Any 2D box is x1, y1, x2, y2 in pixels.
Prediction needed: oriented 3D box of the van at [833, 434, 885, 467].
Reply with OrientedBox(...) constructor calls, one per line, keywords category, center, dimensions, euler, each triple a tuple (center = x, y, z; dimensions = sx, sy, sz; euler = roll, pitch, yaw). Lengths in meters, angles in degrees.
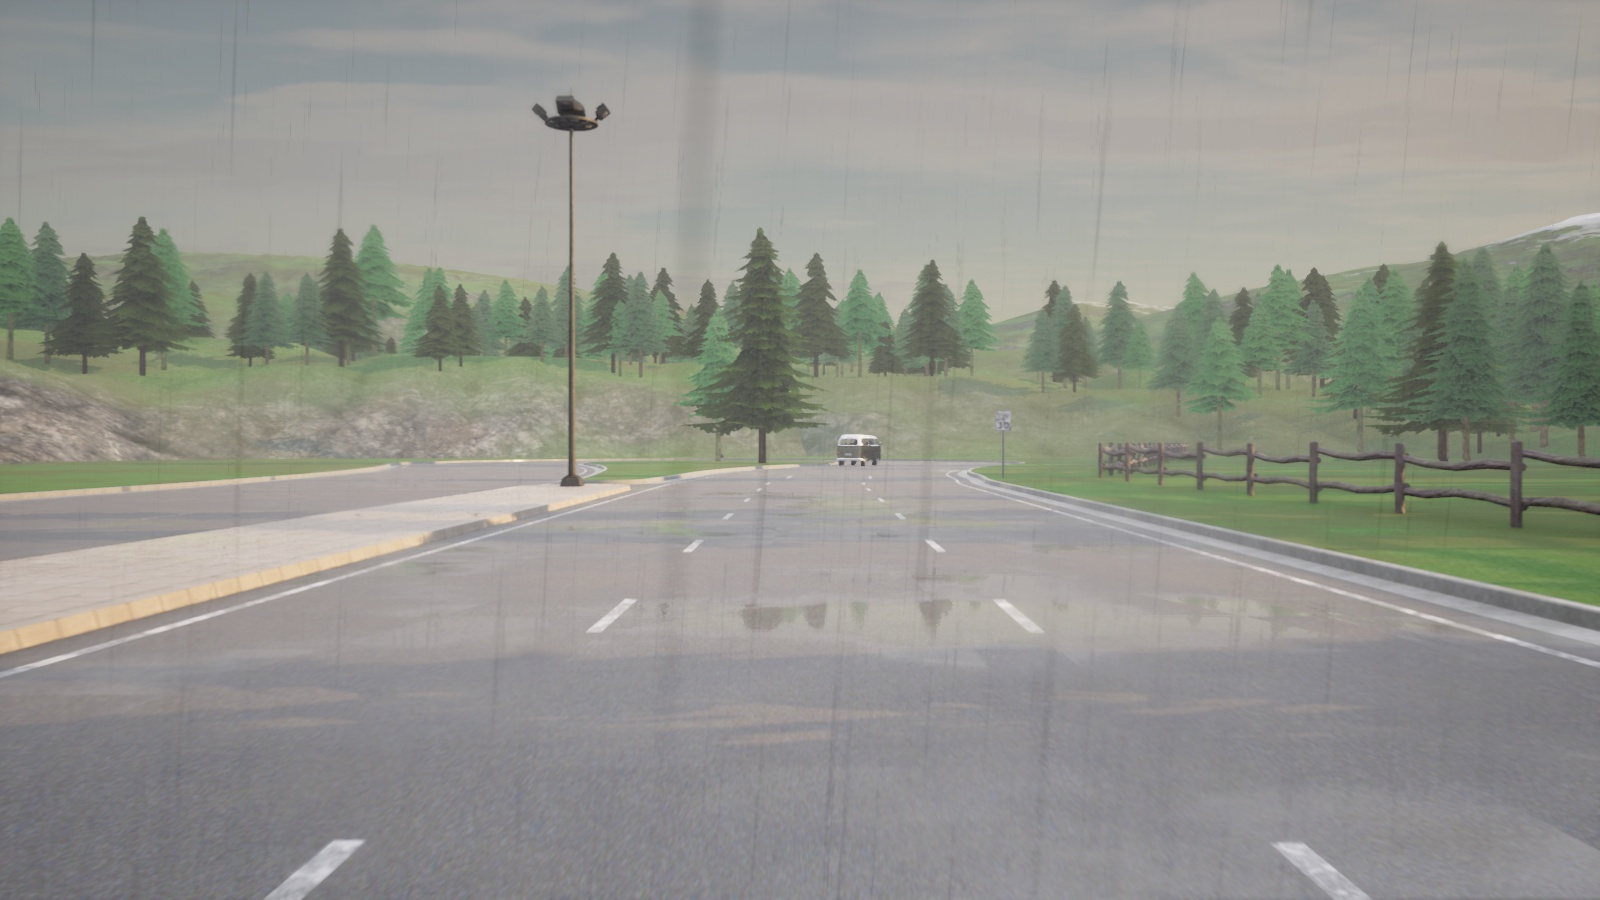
OrientedBox(category="van", center=(3.871, 0.014, 81.540), dimensions=(2.069, 2.038, 4.480), euler=(0, 0, 21))
